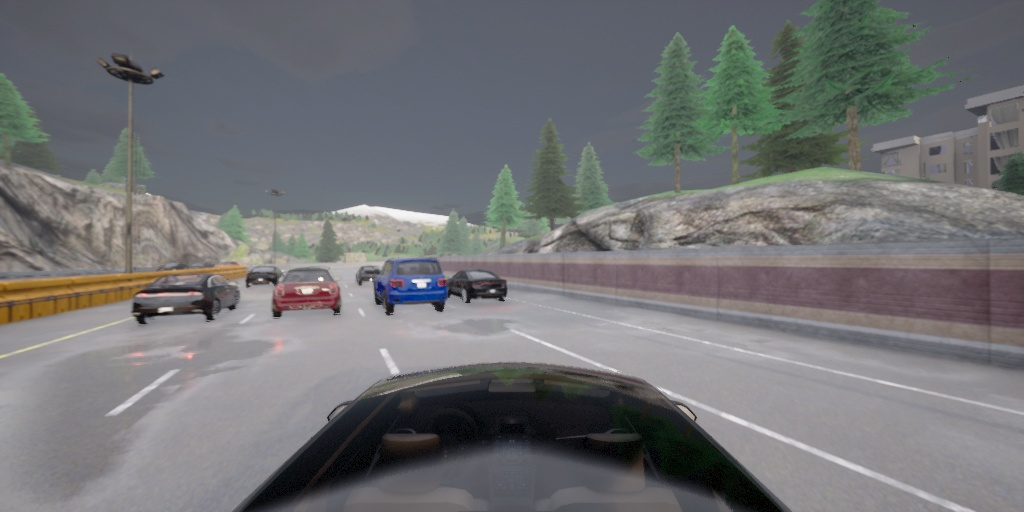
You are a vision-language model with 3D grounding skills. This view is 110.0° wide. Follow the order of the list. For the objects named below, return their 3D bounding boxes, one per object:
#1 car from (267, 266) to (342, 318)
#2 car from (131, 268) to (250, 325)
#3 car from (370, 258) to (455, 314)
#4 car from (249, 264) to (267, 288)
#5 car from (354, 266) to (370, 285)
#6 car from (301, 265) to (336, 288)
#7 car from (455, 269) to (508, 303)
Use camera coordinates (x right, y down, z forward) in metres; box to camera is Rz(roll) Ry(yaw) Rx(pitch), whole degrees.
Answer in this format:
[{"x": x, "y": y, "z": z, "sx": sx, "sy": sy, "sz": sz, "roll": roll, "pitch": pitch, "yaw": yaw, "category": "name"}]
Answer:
[{"x": -7.816, "y": 1.216, "z": 13.926, "sx": 2.097, "sy": 1.767, "sz": 4.553, "roll": 0, "pitch": -1, "yaw": -27, "category": "car"}, {"x": -10.972, "y": 1.341, "z": 12.410, "sx": 2.128, "sy": 1.511, "sz": 4.902, "roll": 0, "pitch": 0, "yaw": -27, "category": "car"}, {"x": -4.313, "y": 1.100, "z": 14.741, "sx": 2.150, "sy": 2.045, "sz": 5.566, "roll": 0, "pitch": 0, "yaw": -27, "category": "car"}, {"x": -18.083, "y": 1.458, "z": 26.455, "sx": 1.882, "sy": 1.535, "sz": 5.008, "roll": 0, "pitch": 0, "yaw": -26, "category": "car"}, {"x": -11.515, "y": 1.517, "z": 28.956, "sx": 1.837, "sy": 1.490, "sz": 4.892, "roll": 0, "pitch": 0, "yaw": -26, "category": "car"}, {"x": -14.636, "y": 1.485, "z": 27.371, "sx": 2.128, "sy": 1.511, "sz": 4.902, "roll": 0, "pitch": 0, "yaw": -26, "category": "car"}, {"x": -1.946, "y": 1.384, "z": 17.841, "sx": 1.882, "sy": 1.535, "sz": 5.008, "roll": 0, "pitch": 0, "yaw": -26, "category": "car"}]
